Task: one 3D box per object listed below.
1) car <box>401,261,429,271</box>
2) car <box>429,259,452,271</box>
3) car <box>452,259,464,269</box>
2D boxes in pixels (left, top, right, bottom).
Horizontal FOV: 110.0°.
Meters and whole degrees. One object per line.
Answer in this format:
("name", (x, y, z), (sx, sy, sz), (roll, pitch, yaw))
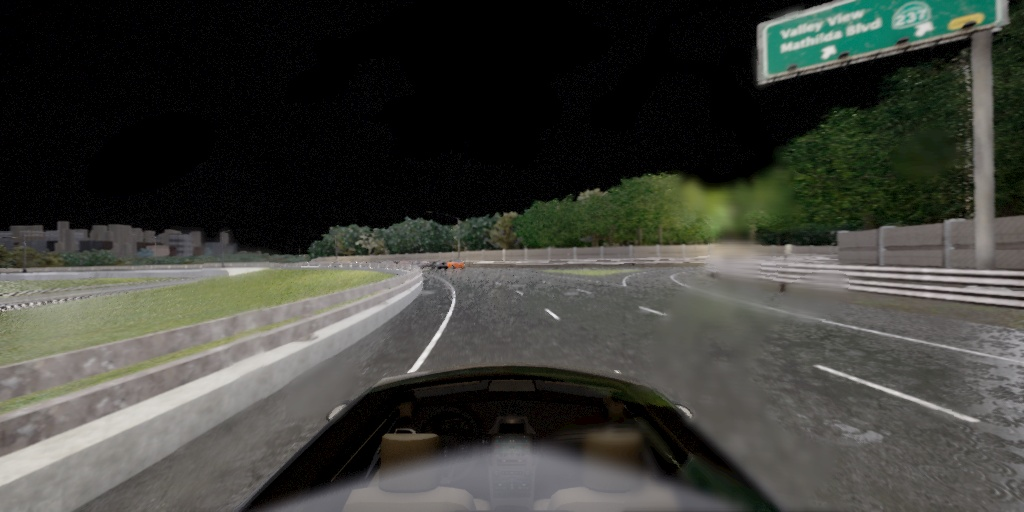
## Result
("car", (-15.271, 1.579, 56.335), (2.128, 1.511, 4.902), (-1, 0, -32))
("car", (-11.733, 1.523, 57.250), (1.837, 1.490, 4.892), (-1, 0, -32))
("car", (-9.890, 1.337, 60.878), (2.097, 1.767, 4.553), (-1, 0, -34))
